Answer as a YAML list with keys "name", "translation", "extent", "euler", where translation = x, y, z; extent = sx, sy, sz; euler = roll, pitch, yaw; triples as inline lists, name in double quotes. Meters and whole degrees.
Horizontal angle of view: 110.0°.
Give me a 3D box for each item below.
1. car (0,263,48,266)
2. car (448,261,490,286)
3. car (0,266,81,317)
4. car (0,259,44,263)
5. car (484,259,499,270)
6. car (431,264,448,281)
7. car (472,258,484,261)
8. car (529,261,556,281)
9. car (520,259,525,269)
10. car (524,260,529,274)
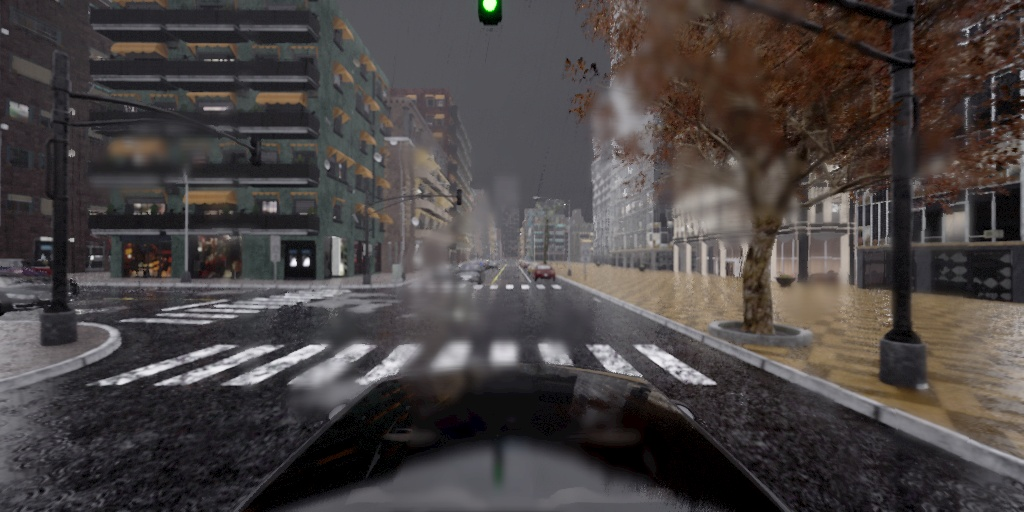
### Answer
- name: "car"
  translation: [-19.411, 1.095, 13.698]
  extent: [4.181, 1.385, 1.994]
  euler: [1, 0, -1]
- name: "car"
  translation: [-3.005, 1.309, 26.220]
  extent: [2.128, 1.511, 4.902]
  euler: [0, 0, 0]
- name: "car"
  translation: [-16.436, 1.114, 11.137]
  extent: [4.403, 1.370, 2.007]
  euler: [0, 0, -1]
- name: "car"
  translation: [-27.624, 0.878, 19.403]
  extent: [4.097, 1.591, 1.967]
  euler: [0, 0, -1]
- name: "car"
  translation: [-3.010, 1.423, 54.875]
  extent: [1.837, 1.490, 4.892]
  euler: [0, -1, 0]
- name: "car"
  translation: [-5.694, 1.382, 30.555]
  extent: [2.007, 1.370, 4.403]
  euler: [0, 0, 0]
- name: "car"
  translation: [-5.699, 1.348, 52.685]
  extent: [1.967, 1.591, 4.097]
  euler: [0, 0, 0]
- name: "car"
  translation: [2.686, 1.377, 30.556]
  extent: [1.888, 1.381, 4.507]
  euler: [0, 0, 0]
- name: "car"
  translation: [2.680, 1.511, 58.219]
  extent: [1.802, 1.307, 4.207]
  euler: [0, 0, 0]
- name: "car"
  translation: [2.683, 1.394, 41.791]
  extent: [1.751, 1.417, 4.829]
  euler: [0, 0, 0]
